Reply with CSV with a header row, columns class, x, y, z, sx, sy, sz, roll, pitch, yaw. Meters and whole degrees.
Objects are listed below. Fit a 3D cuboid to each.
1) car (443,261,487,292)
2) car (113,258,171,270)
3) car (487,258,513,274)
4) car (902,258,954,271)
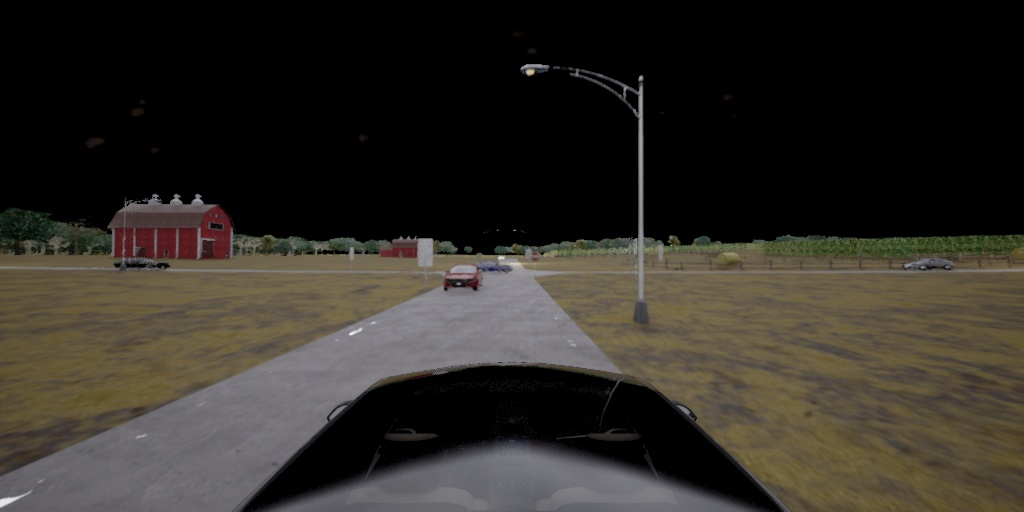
class,x,y,z,sx,sy,sz,roll,pitch,yaw
car,-2.807,1.212,21.466,1.882,1.535,5.008,0,0,0
car,-40.769,0.902,39.626,4.718,1.301,1.895,1,-1,0
car,-2.190,1.235,39.626,4.674,1.442,1.812,0,0,0
car,49.096,1.011,42.412,4.902,1.511,2.128,-1,-1,0
